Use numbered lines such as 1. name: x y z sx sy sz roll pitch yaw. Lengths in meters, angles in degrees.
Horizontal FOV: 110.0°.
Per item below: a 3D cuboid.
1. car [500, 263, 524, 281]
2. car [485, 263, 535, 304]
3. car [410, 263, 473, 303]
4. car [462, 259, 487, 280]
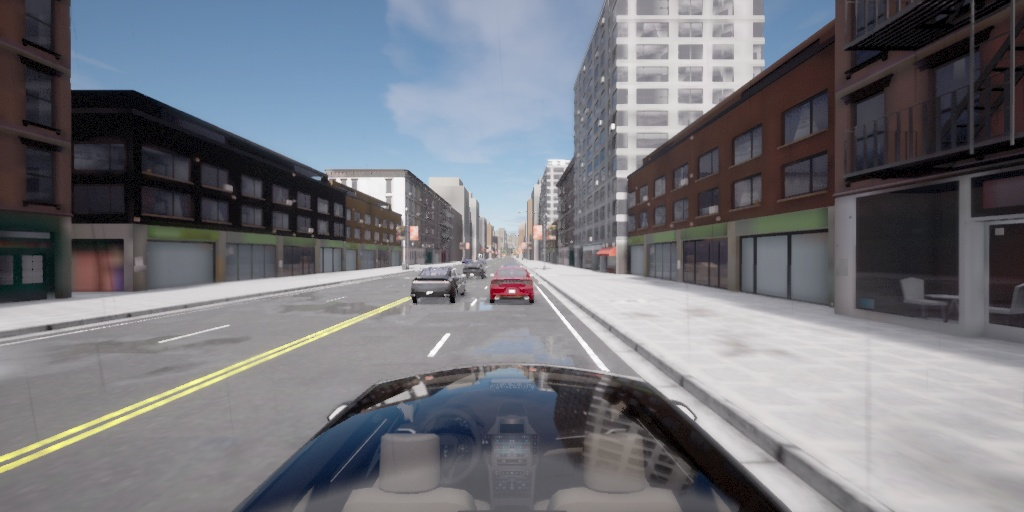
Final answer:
1. car: 0.000 1.323 31.501 1.994 1.385 4.181 0 0 0
2. car: 0.000 1.233 16.501 1.882 1.535 5.008 0 0 0
3. car: -3.250 1.243 16.501 2.128 1.511 4.902 0 0 0
4. car: -3.250 1.267 31.501 1.837 1.490 4.892 0 0 0
